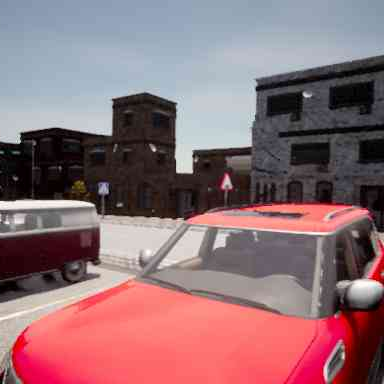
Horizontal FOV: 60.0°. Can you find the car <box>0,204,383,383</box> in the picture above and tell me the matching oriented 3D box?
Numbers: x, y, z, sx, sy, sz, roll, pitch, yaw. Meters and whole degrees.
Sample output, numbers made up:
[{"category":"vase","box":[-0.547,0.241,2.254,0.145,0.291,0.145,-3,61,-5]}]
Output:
[{"category":"car","box":[0.843,1.211,3.753,2.435,2.045,5.566,1,0,36]}]

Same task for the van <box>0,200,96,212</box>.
[{"category":"van","box":[-4.245,1.192,7.284,1.878,1.987,4.442,0,0,36]}]
